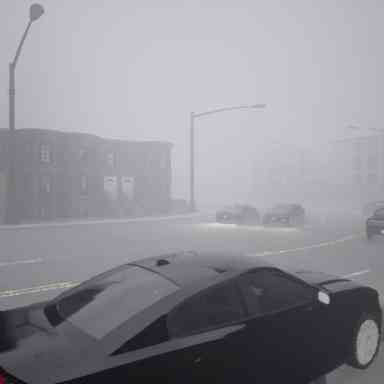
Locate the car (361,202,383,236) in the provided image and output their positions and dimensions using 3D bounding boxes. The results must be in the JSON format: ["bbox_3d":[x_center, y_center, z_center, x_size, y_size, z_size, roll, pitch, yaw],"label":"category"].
[{"bbox_3d":[9.966,1.493,16.223,2.128,1.511,4.902,0,0,42],"label":"car"}]

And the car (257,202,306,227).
[{"bbox_3d":[6.566,1.507,23.281,1.837,1.490,4.892,0,0,35],"label":"car"}]

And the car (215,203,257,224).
[{"bbox_3d":[3.512,1.564,25.105,1.994,1.385,4.181,0,0,36],"label":"car"}]

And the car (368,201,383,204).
[{"bbox_3d":[17.507,1.548,31.141,2.033,1.411,5.357,0,0,12],"label":"car"}]

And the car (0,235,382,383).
[{"bbox_3d":[0.359,1.477,4.000,5.008,1.535,1.882,0,0,-36],"label":"car"}]
